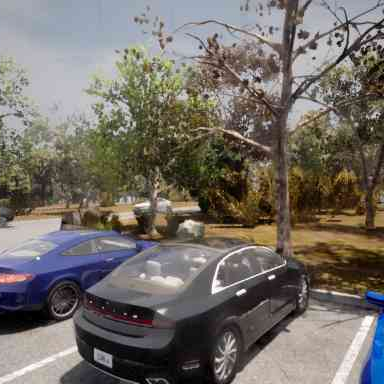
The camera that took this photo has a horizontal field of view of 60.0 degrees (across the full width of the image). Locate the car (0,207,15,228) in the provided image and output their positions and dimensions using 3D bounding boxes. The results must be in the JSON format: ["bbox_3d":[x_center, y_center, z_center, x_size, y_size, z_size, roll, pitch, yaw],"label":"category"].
[{"bbox_3d":[-12.539,1.422,18.641,2.128,1.511,4.902,-3,-1,27],"label":"car"}]

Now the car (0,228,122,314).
[{"bbox_3d":[-2.202,1.525,7.385,2.002,1.452,4.674,0,0,36],"label":"car"}]

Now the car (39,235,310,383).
[{"bbox_3d":[0.463,1.483,5.480,2.231,1.521,4.892,0,0,36],"label":"car"}]

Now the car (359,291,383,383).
[{"bbox_3d":[3.134,1.479,3.587,2.097,1.535,5.008,0,0,36],"label":"car"}]

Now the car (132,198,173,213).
[{"bbox_3d":[-3.782,1.321,32.469,1.812,1.442,4.674,-3,-1,35],"label":"car"}]
